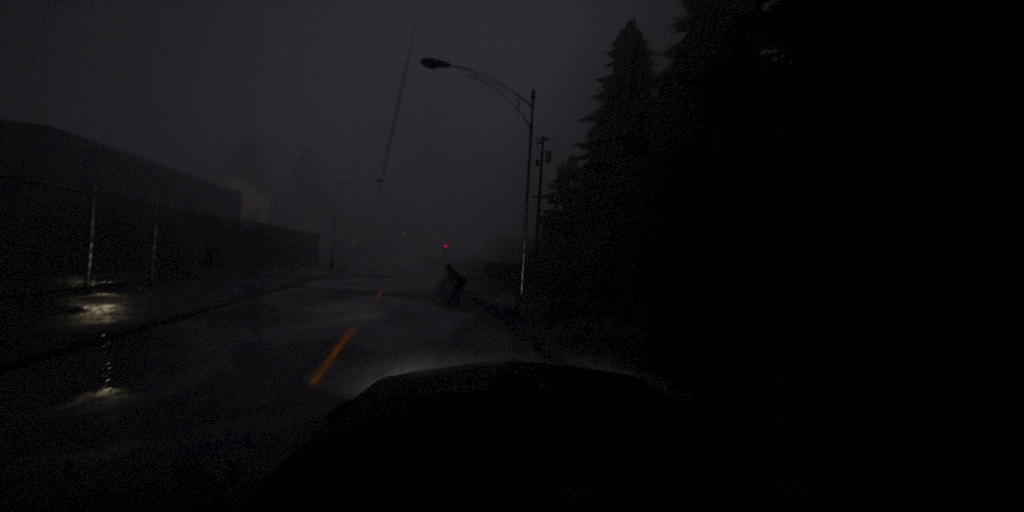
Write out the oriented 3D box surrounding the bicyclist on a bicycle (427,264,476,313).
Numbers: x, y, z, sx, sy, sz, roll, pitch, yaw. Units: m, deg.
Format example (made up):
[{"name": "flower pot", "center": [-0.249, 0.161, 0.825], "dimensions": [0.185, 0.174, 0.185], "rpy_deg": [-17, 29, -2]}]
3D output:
[{"name": "bicyclist on a bicycle", "center": [-2.001, 1.111, 12.006], "dimensions": [1.656, 1.620, 0.582], "rpy_deg": [2, 0, -16]}]
